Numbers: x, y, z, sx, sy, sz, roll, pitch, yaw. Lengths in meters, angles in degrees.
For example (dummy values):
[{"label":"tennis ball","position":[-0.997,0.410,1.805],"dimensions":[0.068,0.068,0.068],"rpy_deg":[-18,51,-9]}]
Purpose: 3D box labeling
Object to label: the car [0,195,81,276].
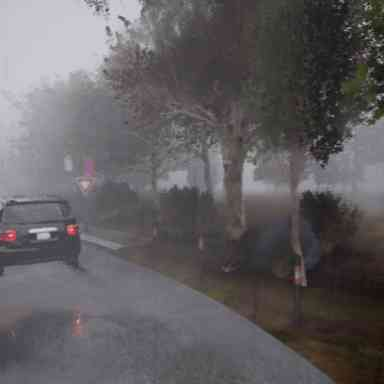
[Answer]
[{"label":"car","position":[-5.206,1.106,10.427],"dimensions":[2.150,2.045,5.566],"rpy_deg":[-2,3,-35]}]
